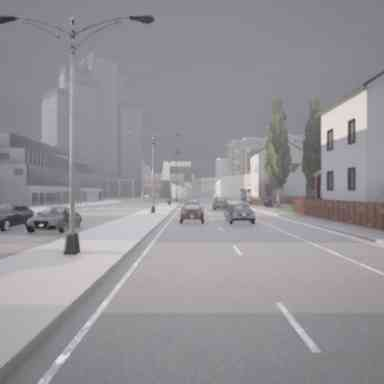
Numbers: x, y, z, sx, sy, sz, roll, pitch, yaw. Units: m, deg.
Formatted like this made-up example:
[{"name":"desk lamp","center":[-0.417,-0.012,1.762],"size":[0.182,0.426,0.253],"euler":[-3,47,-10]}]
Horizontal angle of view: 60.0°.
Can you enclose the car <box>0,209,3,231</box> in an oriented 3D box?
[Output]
[{"name":"car","center":[-8.085,1.492,9.883],"size":[1.882,1.535,5.008],"euler":[0,0,0]}]

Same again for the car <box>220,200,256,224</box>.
[{"name":"car","center":[3.516,1.582,24.954],"size":[2.033,1.411,5.357],"euler":[0,0,0]}]

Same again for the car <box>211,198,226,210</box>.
[{"name":"car","center":[3.577,1.552,42.737],"size":[2.128,1.511,4.902],"euler":[0,0,0]}]

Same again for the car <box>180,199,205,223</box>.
[{"name":"car","center":[0.026,1.561,25.979],"size":[1.812,1.442,4.674],"euler":[0,0,1]}]

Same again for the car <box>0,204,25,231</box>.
[{"name":"car","center":[-11.554,1.534,20.692],"size":[1.837,1.490,4.892],"euler":[0,0,0]}]

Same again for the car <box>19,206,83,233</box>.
[{"name":"car","center":[-8.046,1.591,19.781],"size":[1.994,1.385,4.181],"euler":[0,0,1]}]
